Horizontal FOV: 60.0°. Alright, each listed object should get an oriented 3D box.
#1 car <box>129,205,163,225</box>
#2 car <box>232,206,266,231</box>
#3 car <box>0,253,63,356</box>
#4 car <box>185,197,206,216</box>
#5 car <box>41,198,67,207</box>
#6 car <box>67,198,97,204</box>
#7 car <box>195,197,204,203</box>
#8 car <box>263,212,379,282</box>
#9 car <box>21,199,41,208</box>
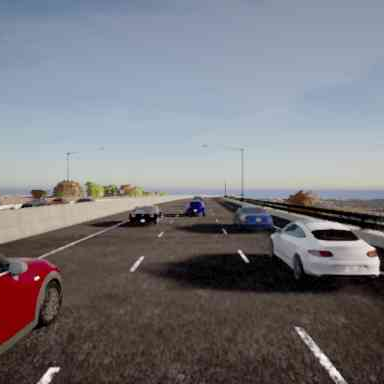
[{"bbox_3d":[-3.212,1.607,24.137,1.895,1.301,4.718,0,0,1],"label":"car"},{"bbox_3d":[3.633,1.552,20.557,2.033,1.411,5.357,0,0,1],"label":"car"},{"bbox_3d":[-3.384,1.350,4.173,2.097,1.767,4.553,0,0,0],"label":"car"},{"bbox_3d":[0.358,1.545,33.305,1.812,1.442,4.674,0,0,1],"label":"car"},{"bbox_3d":[-16.985,1.555,42.498,1.812,1.442,4.674,0,0,2],"label":"car"},{"bbox_3d":[-13.499,1.508,42.061,1.882,1.535,5.008,0,0,2],"label":"car"},{"bbox_3d":[1.622,1.720,73.750,1.895,1.301,4.718,0,0,3],"label":"car"},{"bbox_3d":[3.531,1.525,9.634,1.812,1.442,4.674,0,0,0],"label":"car"},{"bbox_3d":[-20.429,1.580,44.114,2.033,1.411,5.357,0,0,2],"label":"car"}]
